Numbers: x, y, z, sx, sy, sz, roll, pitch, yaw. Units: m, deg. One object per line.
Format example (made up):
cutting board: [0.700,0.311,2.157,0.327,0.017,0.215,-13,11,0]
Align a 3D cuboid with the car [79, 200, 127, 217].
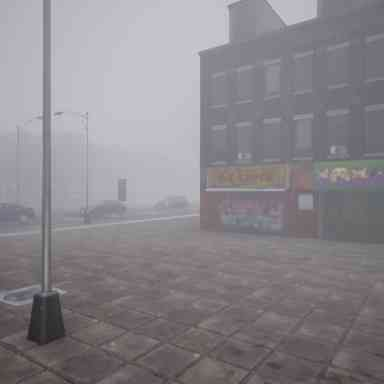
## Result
car: [-8.027,1.443,30.346,1.812,1.442,4.674,0,0,35]

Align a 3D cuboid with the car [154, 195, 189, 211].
car: [-2.308,1.233,38.494,2.097,1.767,4.553,0,0,35]

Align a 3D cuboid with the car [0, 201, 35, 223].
car: [-13.390,1.429,22.690,1.882,1.535,5.008,0,0,35]
